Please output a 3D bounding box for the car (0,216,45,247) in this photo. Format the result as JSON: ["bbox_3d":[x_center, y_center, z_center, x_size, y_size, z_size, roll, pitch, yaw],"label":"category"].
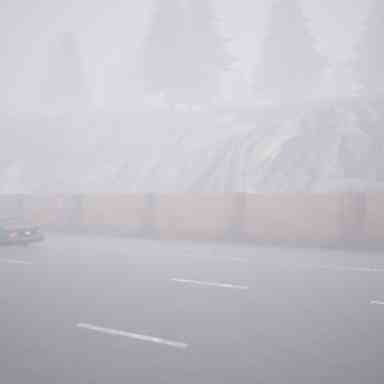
[{"bbox_3d":[-9.062,1.755,14.783,5.357,1.411,2.033,0,-1,25],"label":"car"}]
